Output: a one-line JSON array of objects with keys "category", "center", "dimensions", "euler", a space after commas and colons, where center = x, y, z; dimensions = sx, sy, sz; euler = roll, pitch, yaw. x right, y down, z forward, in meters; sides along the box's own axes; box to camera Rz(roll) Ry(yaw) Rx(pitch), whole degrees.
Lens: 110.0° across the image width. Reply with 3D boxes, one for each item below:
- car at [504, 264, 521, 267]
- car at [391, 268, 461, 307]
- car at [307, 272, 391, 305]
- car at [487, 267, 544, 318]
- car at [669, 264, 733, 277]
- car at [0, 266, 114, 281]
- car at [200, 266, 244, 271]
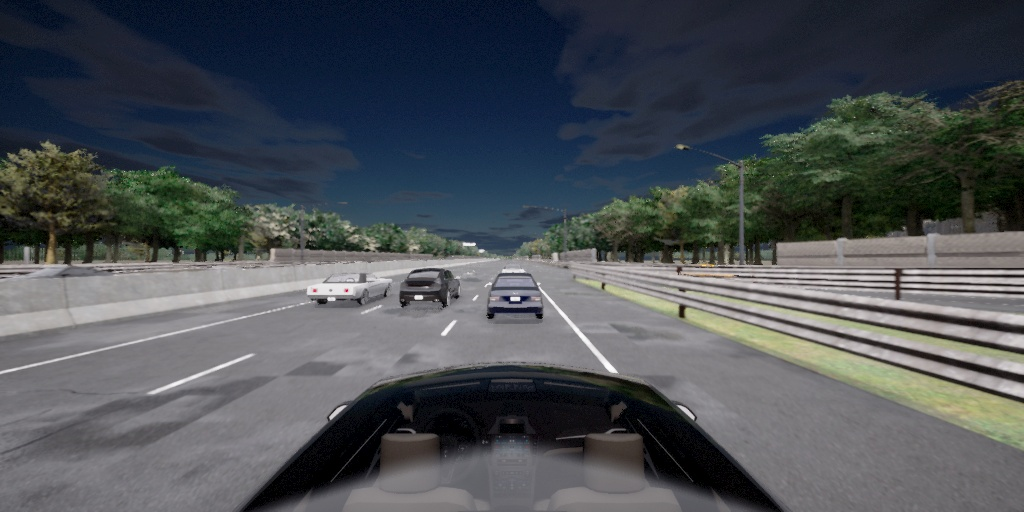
[{"category": "car", "center": [0.080, 1.403, 32.236], "dimensions": [1.895, 1.301, 4.718], "euler": [0, 0, 0]}, {"category": "car", "center": [-3.406, 1.267, 15.520], "dimensions": [1.837, 1.490, 4.892], "euler": [0, 0, 0]}, {"category": "car", "center": [-6.906, 1.364, 15.957], "dimensions": [1.895, 1.301, 4.718], "euler": [0, 0, 0]}, {"category": "car", "center": [0.095, 1.306, 13.019], "dimensions": [2.033, 1.411, 5.357], "euler": [0, 0, 0]}, {"category": "car", "center": [14.647, 1.385, 28.167], "dimensions": [1.882, 1.535, 5.008], "euler": [1, -1, -22]}, {"category": "car", "center": [-24.596, 1.295, 19.567], "dimensions": [1.812, 1.442, 4.674], "euler": [0, 0, 0]}, {"category": "car", "center": [-17.591, 1.374, 21.240], "dimensions": [1.895, 1.301, 4.718], "euler": [0, 0, 0]}]
